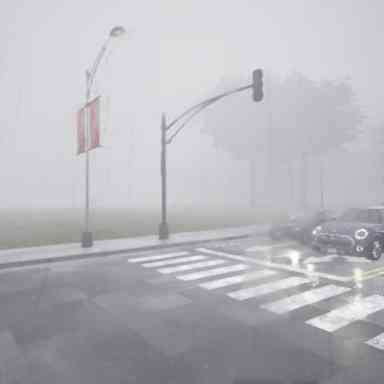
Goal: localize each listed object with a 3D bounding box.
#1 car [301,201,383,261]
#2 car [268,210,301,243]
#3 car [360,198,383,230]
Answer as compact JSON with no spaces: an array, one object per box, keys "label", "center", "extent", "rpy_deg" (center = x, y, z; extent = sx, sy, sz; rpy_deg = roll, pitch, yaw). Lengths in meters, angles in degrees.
[{"label":"car","center":[6.444,1.331,12.290],"extent":[4.553,1.767,2.097],"rpy_deg":[-1,-1,-35]},{"label":"car","center":[5.673,1.545,15.718],"extent":[4.674,1.442,1.812],"rpy_deg":[-1,-1,-35]},{"label":"car","center":[12.721,1.292,20.758],"extent":[4.553,1.767,2.097],"rpy_deg":[-1,-1,-35]}]
